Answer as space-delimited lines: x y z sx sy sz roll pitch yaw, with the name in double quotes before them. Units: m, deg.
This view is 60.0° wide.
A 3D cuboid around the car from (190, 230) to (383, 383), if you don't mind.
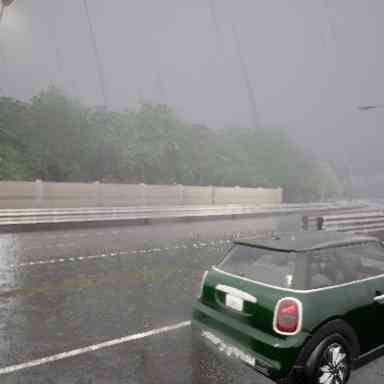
"car" 2.275 1.423 5.366 4.553 1.767 2.097 1 -1 -35
